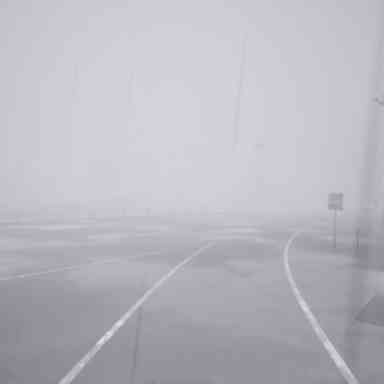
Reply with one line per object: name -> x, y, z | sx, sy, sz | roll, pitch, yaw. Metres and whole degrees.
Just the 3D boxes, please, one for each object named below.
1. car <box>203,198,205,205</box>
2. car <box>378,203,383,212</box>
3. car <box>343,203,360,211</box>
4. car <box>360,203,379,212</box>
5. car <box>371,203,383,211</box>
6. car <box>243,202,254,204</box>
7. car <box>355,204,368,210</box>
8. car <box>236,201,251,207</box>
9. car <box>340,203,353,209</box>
car -> 3.305, 2.340, 72.759 | 2.150, 2.045, 5.566 | 1, -1, 39
car -> 40.751, 3.530, 69.173 | 1.994, 1.385, 4.181 | 1, -1, 39
car -> 35.304, 3.449, 73.570 | 1.812, 1.442, 4.674 | 1, -1, 39
car -> 38.038, 3.476, 71.385 | 1.812, 1.442, 4.674 | 1, -1, 39
car -> 44.267, 3.450, 79.180 | 2.097, 1.767, 4.553 | 1, -1, 39
car -> 11.844, 2.715, 66.632 | 1.837, 1.490, 4.892 | 1, -1, 39
car -> 41.547, 3.621, 81.385 | 1.994, 1.385, 4.181 | 1, -1, 39
car -> 13.192, 3.149, 85.142 | 1.994, 1.385, 4.181 | 1, -1, 39
car -> 38.814, 3.542, 83.571 | 1.837, 1.490, 4.892 | 1, -1, 39
